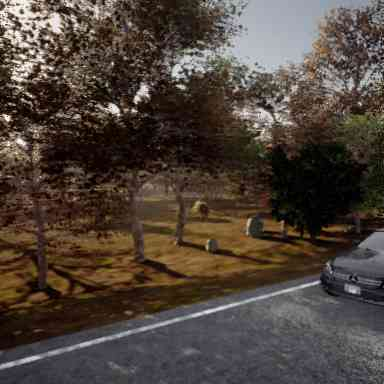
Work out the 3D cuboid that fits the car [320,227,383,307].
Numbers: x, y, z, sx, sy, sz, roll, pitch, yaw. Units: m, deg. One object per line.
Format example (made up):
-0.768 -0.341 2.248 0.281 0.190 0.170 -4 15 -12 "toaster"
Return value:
4.836 1.519 7.440 4.674 1.442 1.812 0 0 -35 "car"
